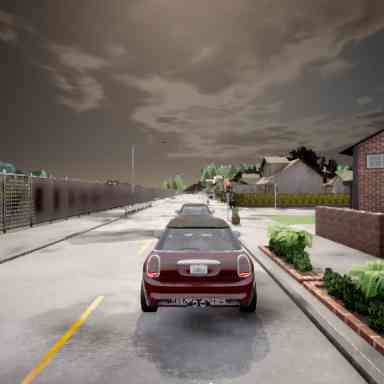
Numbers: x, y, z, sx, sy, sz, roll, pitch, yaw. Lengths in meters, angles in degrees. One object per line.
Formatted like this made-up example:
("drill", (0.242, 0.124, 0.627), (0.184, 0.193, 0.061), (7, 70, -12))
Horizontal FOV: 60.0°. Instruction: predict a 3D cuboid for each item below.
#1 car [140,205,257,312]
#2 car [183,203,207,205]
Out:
("car", (0.119, 1.352, 7.853), (2.097, 1.767, 4.553), (0, 0, 0))
("car", (0.149, 1.352, 17.550), (2.097, 1.767, 4.553), (0, 0, 0))
